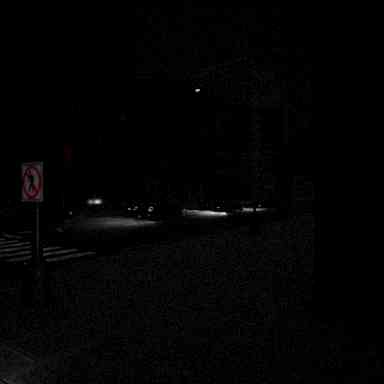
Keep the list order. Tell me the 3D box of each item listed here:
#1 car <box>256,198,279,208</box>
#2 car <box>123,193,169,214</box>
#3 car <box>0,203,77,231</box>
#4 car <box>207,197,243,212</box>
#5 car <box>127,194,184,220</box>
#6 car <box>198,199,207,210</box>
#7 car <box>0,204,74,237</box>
[{"bbox_3d":[9.990,1.422,44.608,1.895,1.301,4.718,0,0,36],"label":"car"},{"bbox_3d":[-3.790,1.134,30.827,2.150,2.045,5.566,0,0,35],"label":"car"},{"bbox_3d":[-10.379,1.505,21.504,2.033,1.411,5.357,0,0,35],"label":"car"},{"bbox_3d":[3.831,1.430,35.965,1.994,1.385,4.181,0,0,35],"label":"car"},{"bbox_3d":[-2.645,1.265,26.813,2.097,1.767,4.553,0,0,35],"label":"car"},{"bbox_3d":[2.649,1.367,39.913,1.837,1.490,4.892,0,0,35],"label":"car"},{"bbox_3d":[-9.163,1.452,17.603,2.128,1.511,4.902,0,0,35],"label":"car"}]
